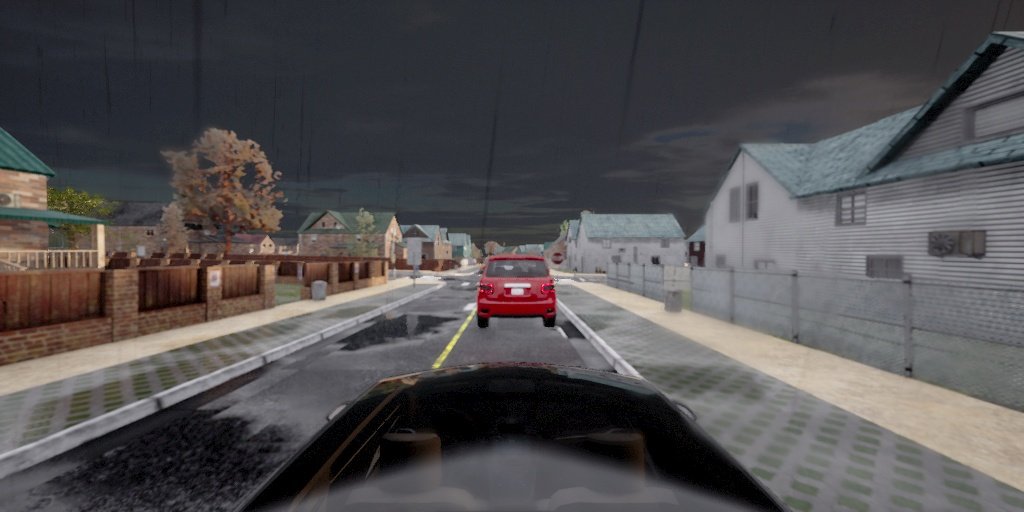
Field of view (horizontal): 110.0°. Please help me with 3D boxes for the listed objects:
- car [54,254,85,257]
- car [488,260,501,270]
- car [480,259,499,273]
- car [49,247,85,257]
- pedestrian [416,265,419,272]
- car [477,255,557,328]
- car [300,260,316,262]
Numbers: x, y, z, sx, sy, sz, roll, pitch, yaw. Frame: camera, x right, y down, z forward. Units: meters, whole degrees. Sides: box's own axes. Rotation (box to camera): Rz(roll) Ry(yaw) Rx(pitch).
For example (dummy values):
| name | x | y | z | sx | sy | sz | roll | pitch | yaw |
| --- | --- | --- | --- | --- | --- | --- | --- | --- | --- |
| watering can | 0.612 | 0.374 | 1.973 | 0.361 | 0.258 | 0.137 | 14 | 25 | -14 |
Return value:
| name | x | y | z | sx | sy | sz | roll | pitch | yaw |
| --- | --- | --- | --- | --- | --- | --- | --- | --- | --- |
| car | -36.447 | 0.765 | 31.397 | 4.718 | 1.301 | 1.895 | 1 | 1 | 1 |
| car | -2.845 | 1.427 | 57.811 | 1.837 | 1.490 | 4.892 | 0 | 0 | 0 |
| car | -2.855 | 1.239 | 45.695 | 2.097 | 1.767 | 4.553 | 0 | 0 | 0 |
| car | -44.161 | 0.181 | 34.390 | 5.566 | 2.045 | 2.150 | 1 | 1 | 2 |
| pedestrian | -9.691 | 0.727 | 36.820 | 0.375 | 1.860 | 0.375 | 0 | 0 | 1 |
| car | 0.100 | 0.998 | 11.573 | 2.150 | 2.045 | 5.566 | 0 | -1 | -1 |
| car | -17.231 | 1.094 | 31.086 | 5.357 | 1.411 | 2.033 | 1 | 1 | 1 |
